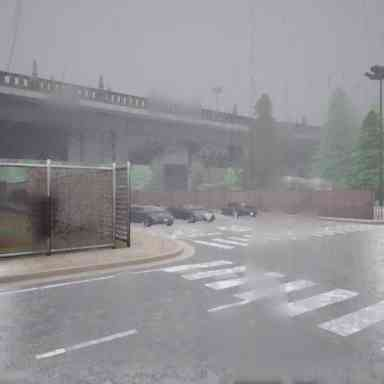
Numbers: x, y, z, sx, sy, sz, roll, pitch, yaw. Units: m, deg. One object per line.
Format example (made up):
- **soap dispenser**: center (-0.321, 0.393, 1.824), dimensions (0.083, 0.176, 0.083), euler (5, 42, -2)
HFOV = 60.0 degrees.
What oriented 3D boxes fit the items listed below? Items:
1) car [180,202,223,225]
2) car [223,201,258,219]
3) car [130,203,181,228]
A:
- **car**: center (-0.254, 1.547, 25.154), dimensions (2.128, 1.511, 4.902), euler (0, 0, -36)
- **car**: center (4.078, 1.615, 30.377), dimensions (1.837, 1.490, 4.892), euler (2, -1, -23)
- **car**: center (-3.044, 1.560, 23.034), dimensions (1.837, 1.490, 4.892), euler (0, 0, -36)
